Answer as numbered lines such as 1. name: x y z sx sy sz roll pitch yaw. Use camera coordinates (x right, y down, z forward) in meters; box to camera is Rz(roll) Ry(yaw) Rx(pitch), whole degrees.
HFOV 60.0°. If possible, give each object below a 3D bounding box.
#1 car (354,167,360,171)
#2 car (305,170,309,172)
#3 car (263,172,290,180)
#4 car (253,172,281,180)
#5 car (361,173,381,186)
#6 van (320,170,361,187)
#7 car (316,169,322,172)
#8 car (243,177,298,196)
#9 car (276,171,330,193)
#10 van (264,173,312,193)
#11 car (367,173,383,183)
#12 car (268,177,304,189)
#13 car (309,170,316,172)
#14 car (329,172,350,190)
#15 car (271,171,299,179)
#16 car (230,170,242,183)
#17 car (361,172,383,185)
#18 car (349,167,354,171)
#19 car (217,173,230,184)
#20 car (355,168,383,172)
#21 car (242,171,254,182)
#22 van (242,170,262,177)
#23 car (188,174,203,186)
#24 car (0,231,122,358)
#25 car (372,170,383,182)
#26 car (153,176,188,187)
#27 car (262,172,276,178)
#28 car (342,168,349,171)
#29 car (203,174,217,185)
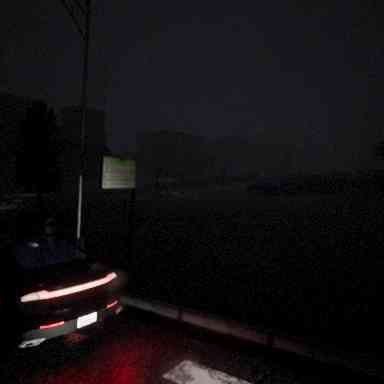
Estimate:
1. car: 39.010 -5.039 84.682 5.366 1.575 1.946 2 5 30
2. car: 21.152 -3.634 69.604 4.892 1.521 2.231 2 6 30
3. car: 16.683 -3.232 65.832 4.792 1.488 2.163 2 5 30
4. car: 14.408 -3.076 63.967 5.008 1.535 2.097 2 5 30
5. car: 25.099 -1.733 49.952 4.892 1.521 2.231 4 7 31
6. van: 20.508 -1.579 46.137 4.442 1.987 1.878 4 7 31
7. car: 25.650 -4.007 73.358 5.008 1.535 2.097 2 6 30
8. car: 8.660 -0.434 36.931 5.008 1.535 2.097 4 7 31
9. car: 13.332 -1.055 40.624 5.566 2.045 2.435 4 7 31
10. van: 11.112 -0.836 38.701 4.442 1.987 1.878 4 7 31
11. car: 32.100 -2.301 55.642 4.892 1.521 2.231 4 7 30
12. car: 12.921 -1.287 45.922 1.812 1.442 4.674 -4 6 -34
13. car: 23.400 -3.820 71.478 4.892 1.521 2.231 2 6 30
14. car: 18.031 -1.302 44.360 4.553 1.767 2.185 4 7 31
15. car: 18.898 -3.449 67.734 5.008 1.535 2.097 2 5 30
16. car: 5.461 -2.449 56.361 4.553 1.767 2.185 2 6 30
17. car: 27.458 -1.892 51.833 4.792 1.488 2.163 4 7 31
18. car: 36.907 -4.872 82.725 5.008 1.535 2.097 2 5 30
19. car: 3.164 -2.108 54.503 4.792 1.488 2.163 2 6 30
20. car: 29.798 -2.360 53.697 5.566 2.045 2.435 4 7 31
21. car: 7.681 -2.514 58.297 5.008 1.535 2.097 2 5 30
22. van: 9.824 -2.930 60.224 4.442 1.987 1.878 2 6 30
23. car: -1.274 -1.730 50.670 4.792 1.488 2.163 2 5 29
24. car: -3.359 1.449 5.844 4.902 1.511 2.128 1 1 36
25. car: 34.440 -2.741 57.510 5.566 2.045 2.435 4 7 30
26. car: -3.546 -1.531 48.779 4.674 1.452 2.002 2 5 29
27. car: 12.333 -2.886 61.982 5.366 1.575 1.946 2 5 30
28. car: 34.661 -4.712 80.847 5.008 1.535 2.097 2 6 30
29. car: 0.967 -2.072 52.556 4.553 1.767 2.185 2 6 30
